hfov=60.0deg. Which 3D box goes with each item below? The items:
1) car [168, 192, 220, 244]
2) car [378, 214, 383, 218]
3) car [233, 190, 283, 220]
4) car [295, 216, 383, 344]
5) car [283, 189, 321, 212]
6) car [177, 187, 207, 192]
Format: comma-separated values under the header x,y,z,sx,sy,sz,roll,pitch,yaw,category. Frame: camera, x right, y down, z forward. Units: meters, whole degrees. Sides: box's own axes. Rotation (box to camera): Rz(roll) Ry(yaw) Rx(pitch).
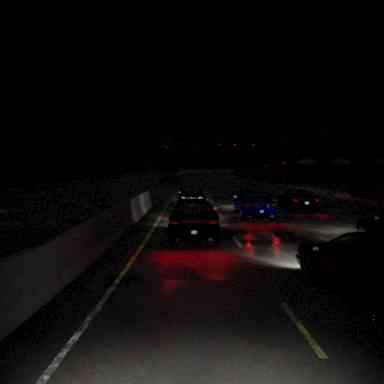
x,y,z,sx,sy,sz,roll,pitch,yaw,category
0.061,1.050,13.637,1.882,1.535,5.008,0,3,0,car
7.075,1.219,10.424,1.882,1.535,5.008,0,3,0,car
3.532,0.643,19.328,1.882,1.535,5.008,0,4,0,car
3.596,1.450,6.115,2.033,1.411,5.357,0,2,-1,car
7.020,0.495,22.378,1.994,1.385,4.181,0,4,-1,car
0.005,0.381,22.866,2.128,1.511,4.902,0,4,0,car
